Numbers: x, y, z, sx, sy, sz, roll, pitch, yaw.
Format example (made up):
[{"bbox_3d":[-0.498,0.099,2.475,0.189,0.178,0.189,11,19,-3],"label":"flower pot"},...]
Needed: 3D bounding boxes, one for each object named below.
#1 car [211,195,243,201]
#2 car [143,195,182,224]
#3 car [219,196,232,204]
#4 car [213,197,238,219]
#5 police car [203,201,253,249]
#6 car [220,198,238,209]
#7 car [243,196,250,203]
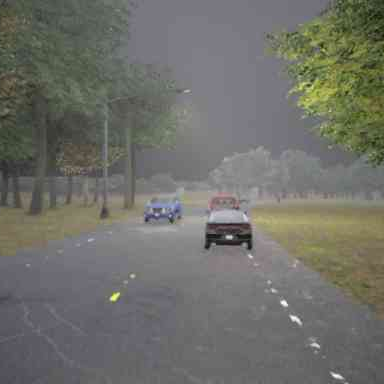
[{"bbox_3d":[2.365,1.245,24.362,2.150,2.045,5.566,0,0,6],"label":"car"},{"bbox_3d":[-2.112,1.238,25.707,2.150,2.045,5.566,0,0,7],"label":"car"},{"bbox_3d":[6.867,1.675,67.865,1.882,1.535,5.008,0,0,17],"label":"car"},{"bbox_3d":[3.081,1.388,30.185,2.097,1.767,4.553,0,0,8],"label":"car"},{"bbox_3d":[1.512,1.423,14.603,1.930,1.638,5.238,0,0,4],"label":"police car"},{"bbox_3d":[5.472,1.652,49.173,2.033,1.411,5.357,0,0,13],"label":"car"},{"bbox_3d":[10.581,1.510,68.042,2.097,1.767,4.553,0,0,18],"label":"car"}]
